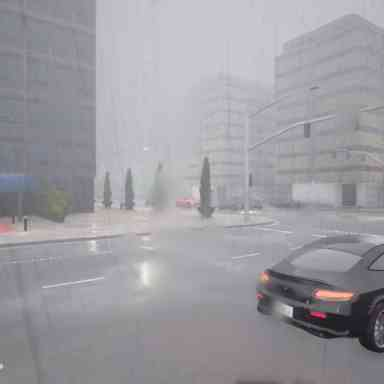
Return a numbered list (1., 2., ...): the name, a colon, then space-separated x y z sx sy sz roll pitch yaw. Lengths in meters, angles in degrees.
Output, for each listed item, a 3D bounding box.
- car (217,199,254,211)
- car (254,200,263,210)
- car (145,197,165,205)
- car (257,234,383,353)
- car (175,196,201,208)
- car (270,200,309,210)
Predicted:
1. car: 4.916 1.564 39.870 1.994 1.385 4.181 0 0 -35
2. car: 7.134 1.564 43.146 1.994 1.385 4.181 0 0 -35
3. car: -6.161 1.564 55.686 1.994 1.385 4.181 0 0 -35
4. car: 3.210 1.526 6.110 4.674 1.442 1.812 0 0 -35
5. car: -0.467 1.352 47.548 2.097 1.767 4.553 0 0 -35
6. car: 12.229 1.601 41.979 1.895 1.301 4.718 0 0 -35
